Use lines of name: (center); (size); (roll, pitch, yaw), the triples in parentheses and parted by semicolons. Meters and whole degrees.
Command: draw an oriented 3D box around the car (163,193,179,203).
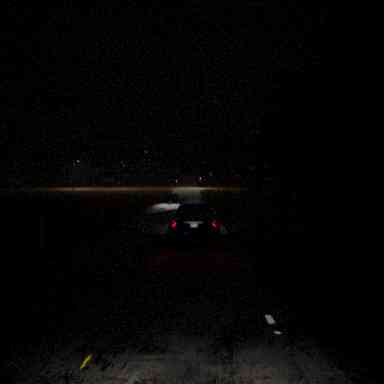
car: (-2.829, 0.813, 45.238); (1.895, 1.301, 4.718); (0, 2, 0)

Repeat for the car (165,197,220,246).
car: (0.088, 1.291, 15.002); (2.097, 1.767, 4.553); (0, 1, 0)
